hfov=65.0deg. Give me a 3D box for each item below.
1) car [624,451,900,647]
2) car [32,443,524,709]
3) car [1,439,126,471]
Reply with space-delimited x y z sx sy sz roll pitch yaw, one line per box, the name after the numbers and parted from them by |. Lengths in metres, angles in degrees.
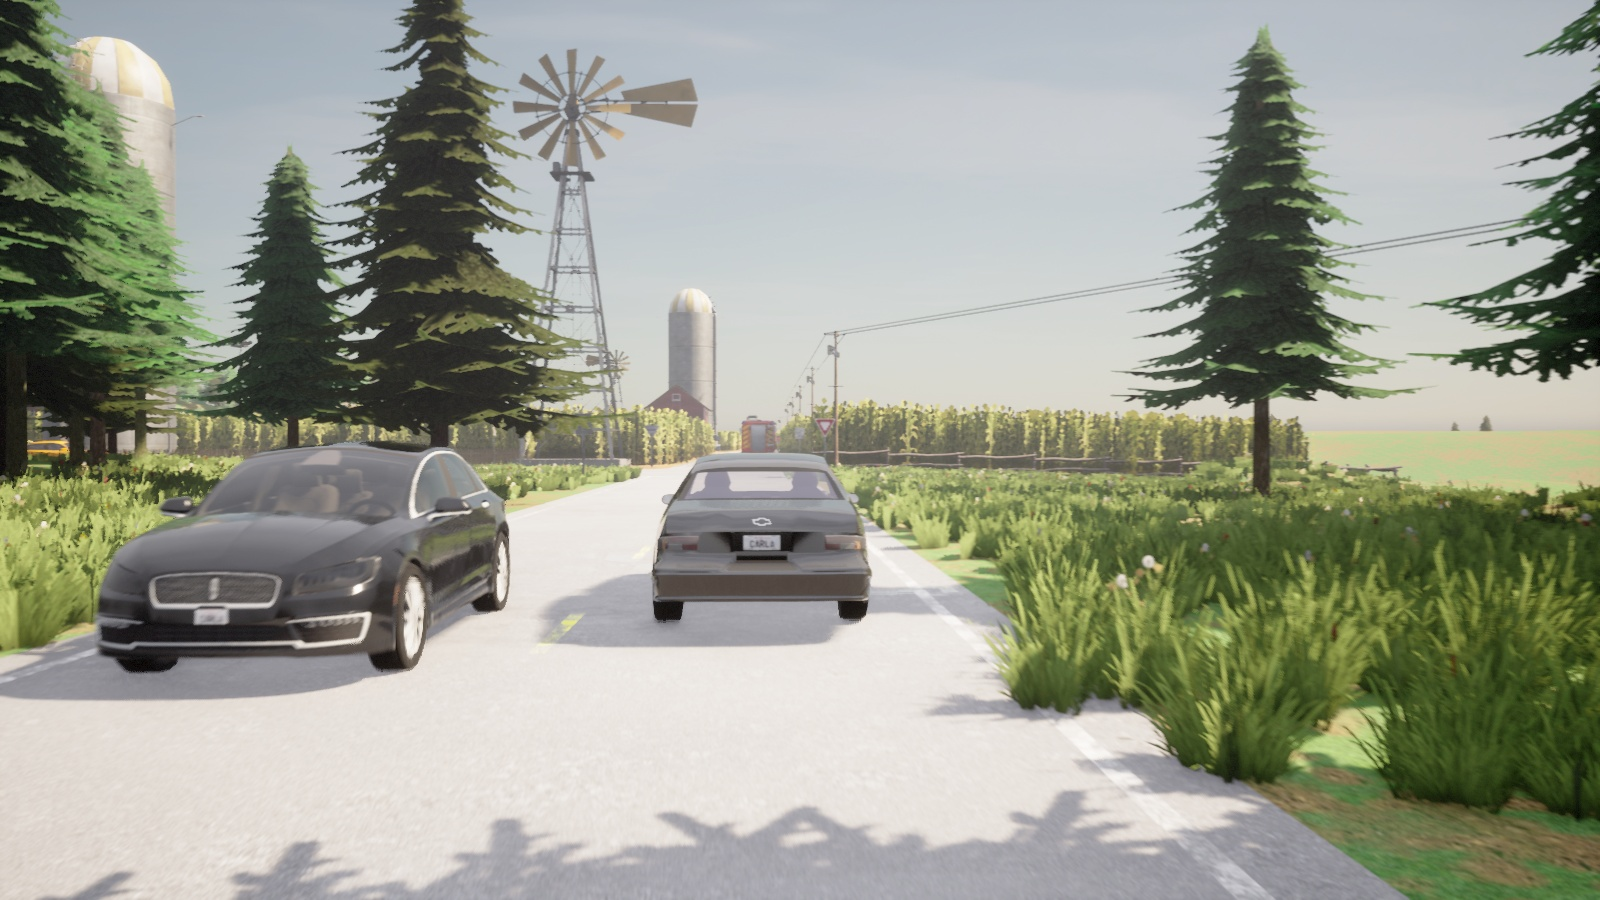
-0.361 0.727 11.937 2.033 1.411 5.357 0 0 -2 | car
-3.485 0.696 9.550 1.837 1.490 4.892 0 0 -2 | car
-36.169 0.224 61.748 5.008 1.535 1.882 0 0 -1 | car
